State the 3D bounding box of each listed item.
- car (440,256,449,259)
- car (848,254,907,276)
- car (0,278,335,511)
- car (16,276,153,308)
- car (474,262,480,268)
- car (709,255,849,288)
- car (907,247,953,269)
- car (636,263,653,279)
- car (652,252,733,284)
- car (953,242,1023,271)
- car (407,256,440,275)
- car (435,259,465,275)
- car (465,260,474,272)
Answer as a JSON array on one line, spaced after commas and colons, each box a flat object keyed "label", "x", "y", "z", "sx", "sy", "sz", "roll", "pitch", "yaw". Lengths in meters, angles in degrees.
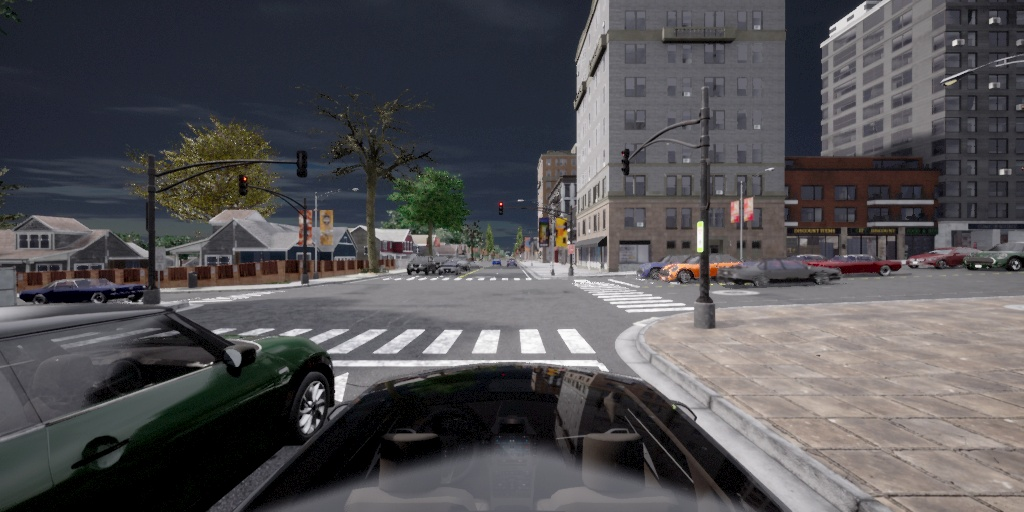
[{"label": "car", "x": -9.908, "y": 1.008, "z": 49.995, "sx": 2.150, "sy": 2.045, "sz": 5.566, "roll": 0, "pitch": 0, "yaw": -1}, {"label": "car", "x": 20.337, "y": 0.582, "z": 21.701, "sx": 4.718, "sy": 1.301, "sz": 1.895, "roll": -2, "pitch": 0, "yaw": 0}, {"label": "car", "x": -3.152, "y": 1.102, "z": 2.433, "sx": 2.097, "sy": 1.767, "sz": 4.553, "roll": 0, "pitch": 0, "yaw": 0}, {"label": "car", "x": -21.636, "y": 1.806, "z": 18.310, "sx": 4.718, "sy": 1.301, "sz": 1.895, "roll": -2, "pitch": 0, "yaw": 0}, {"label": "car", "x": -6.652, "y": 1.421, "z": 61.974, "sx": 1.895, "sy": 1.301, "sz": 4.718, "roll": 0, "pitch": 0, "yaw": 0}, {"label": "car", "x": 13.375, "y": 0.807, "z": 18.245, "sx": 5.357, "sy": 1.411, "sz": 2.033, "roll": -2, "pitch": 0, "yaw": 0}, {"label": "car", "x": 30.407, "y": 0.119, "z": 24.983, "sx": 4.674, "sy": 1.442, "sz": 1.812, "roll": -2, "pitch": 0, "yaw": 0}, {"label": "car", "x": 11.100, "y": 0.678, "z": 24.987, "sx": 4.553, "sy": 1.767, "sz": 2.097, "roll": -2, "pitch": 0, "yaw": 2}, {"label": "car", "x": 11.353, "y": 0.678, "z": 21.667, "sx": 4.553, "sy": 1.767, "sz": 2.097, "roll": -2, "pitch": 0, "yaw": 0}, {"label": "car", "x": 30.492, "y": -0.047, "z": 21.736, "sx": 4.553, "sy": 1.767, "sz": 2.097, "roll": -2, "pitch": 0, "yaw": 0}, {"label": "car", "x": -9.899, "y": 0.991, "z": 39.629, "sx": 2.150, "sy": 2.045, "sz": 5.566, "roll": 0, "pitch": 0, "yaw": 0}, {"label": "car", "x": -6.643, "y": 1.331, "z": 38.742, "sx": 1.994, "sy": 1.385, "sz": 4.181, "roll": 0, "pitch": 0, "yaw": 0}, {"label": "car", "x": -6.658, "y": 1.260, "z": 47.869, "sx": 1.882, "sy": 1.535, "sz": 5.008, "roll": 0, "pitch": 0, "yaw": 0}]
